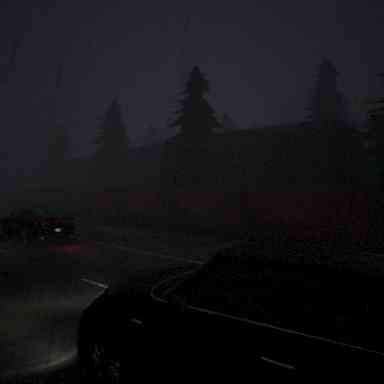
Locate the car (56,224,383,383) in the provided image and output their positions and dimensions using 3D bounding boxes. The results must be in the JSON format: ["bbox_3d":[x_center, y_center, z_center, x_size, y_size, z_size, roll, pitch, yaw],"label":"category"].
[{"bbox_3d":[0.792,1.351,3.624,4.553,1.767,2.097,1,0,36],"label":"car"}]

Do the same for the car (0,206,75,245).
[{"bbox_3d":[-7.192,1.379,15.264,1.882,1.535,5.008,0,0,-45],"label":"car"}]
